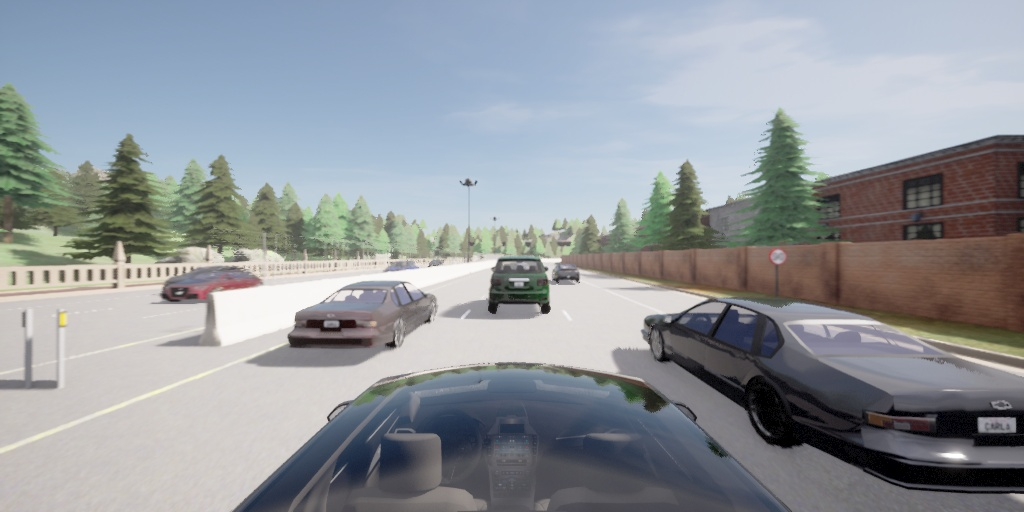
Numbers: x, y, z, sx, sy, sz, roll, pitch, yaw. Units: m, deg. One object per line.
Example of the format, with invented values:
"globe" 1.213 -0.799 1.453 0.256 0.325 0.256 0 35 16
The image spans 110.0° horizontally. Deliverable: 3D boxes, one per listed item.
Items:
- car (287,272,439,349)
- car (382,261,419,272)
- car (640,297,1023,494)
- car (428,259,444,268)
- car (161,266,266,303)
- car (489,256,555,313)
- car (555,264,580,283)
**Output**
"car" -3.325 1.325 9.210 2.033 1.411 5.357 0 0 1
"car" -9.832 1.212 31.897 2.097 1.767 4.553 0 0 2
"car" 3.623 1.312 5.175 2.033 1.411 5.357 0 0 0
"car" -12.394 1.266 58.773 1.837 1.490 4.892 0 0 2
"car" -13.820 1.367 16.947 1.994 1.385 4.181 0 0 2
"car" 0.308 1.021 14.439 2.150 2.045 5.566 0 0 2
"car" 4.261 1.345 28.836 2.128 1.511 4.902 0 0 2
